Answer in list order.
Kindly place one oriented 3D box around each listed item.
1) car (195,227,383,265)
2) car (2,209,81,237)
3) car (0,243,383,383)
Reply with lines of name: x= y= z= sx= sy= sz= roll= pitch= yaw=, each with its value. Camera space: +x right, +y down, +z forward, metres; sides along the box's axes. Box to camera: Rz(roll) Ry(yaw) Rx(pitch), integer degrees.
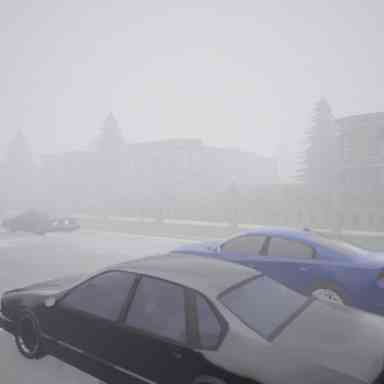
car: x=1.609 y=1.491 z=7.141 sx=5.008 sy=1.535 sz=1.882 roll=0 pitch=0 yaw=35
car: x=-8.525 y=1.636 z=18.670 sx=5.357 sy=1.411 sz=2.033 roll=0 pitch=0 yaw=35
car: x=-0.380 y=1.561 z=4.262 sx=5.357 sy=1.411 sz=2.033 roll=0 pitch=0 yaw=35
